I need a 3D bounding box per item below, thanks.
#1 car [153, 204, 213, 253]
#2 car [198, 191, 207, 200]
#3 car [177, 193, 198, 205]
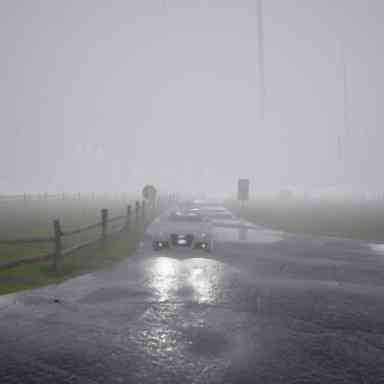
[{"bbox_3d":[-0.240,1.397,12.789,1.994,1.385,4.181,1,1,2],"label":"car"},{"bbox_3d":[1.867,0.608,63.726,2.128,1.511,4.902,1,1,8],"label":"car"},{"bbox_3d":[-0.641,1.036,38.806,1.812,1.442,4.674,1,1,2],"label":"car"}]
